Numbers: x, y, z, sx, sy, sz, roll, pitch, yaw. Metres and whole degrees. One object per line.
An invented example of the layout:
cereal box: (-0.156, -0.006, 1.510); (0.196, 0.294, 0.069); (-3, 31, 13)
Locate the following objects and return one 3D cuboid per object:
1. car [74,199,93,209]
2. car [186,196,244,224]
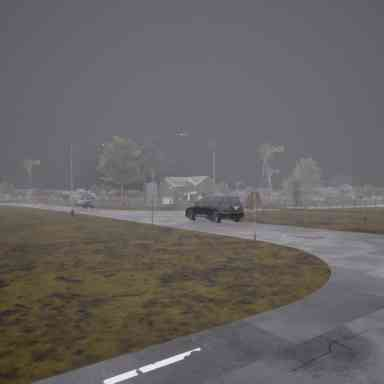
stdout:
car: (-17.168, 1.920, 52.565); (1.837, 1.490, 4.892); (0, 0, -35)
car: (1.690, 1.318, 26.219); (2.150, 2.045, 5.566); (-1, 0, -34)
